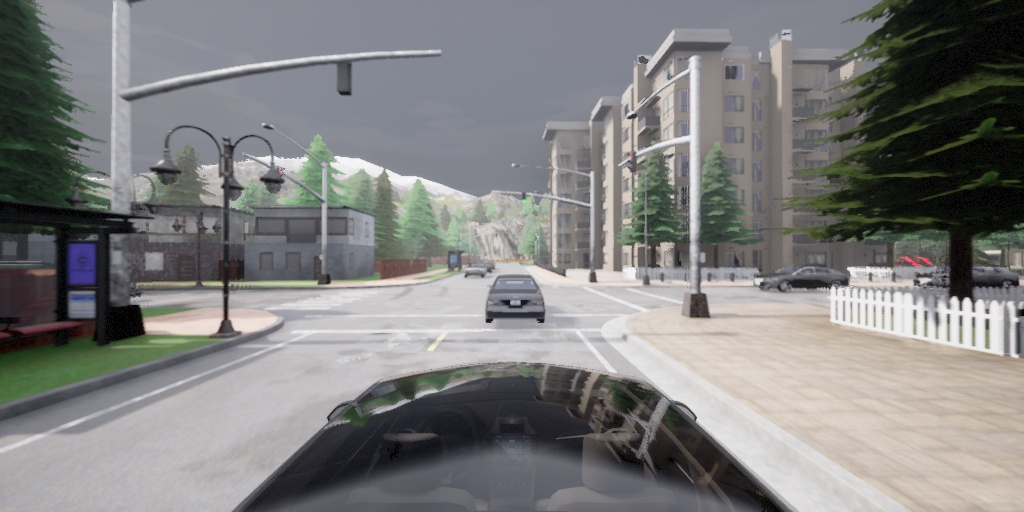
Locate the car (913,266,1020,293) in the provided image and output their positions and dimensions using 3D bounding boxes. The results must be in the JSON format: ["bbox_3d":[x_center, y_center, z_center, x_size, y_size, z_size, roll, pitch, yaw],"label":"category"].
[{"bbox_3d":[26.658,1.320,21.148,4.902,1.511,2.128,0,0,-2],"label":"car"}]

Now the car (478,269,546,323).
[{"bbox_3d":[0.096,1.332,12.298,2.033,1.411,5.357,0,0,0],"label":"car"}]

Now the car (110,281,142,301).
[{"bbox_3d":[-19.041,1.322,14.917,5.357,1.411,2.033,0,0,-7],"label":"car"}]

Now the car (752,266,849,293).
[{"bbox_3d":[16.690,1.319,20.863,4.902,1.511,2.128,0,0,-2],"label":"car"}]

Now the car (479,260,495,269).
[{"bbox_3d":[-3.587,1.245,45.490,2.097,1.767,4.553,0,0,0],"label":"car"}]

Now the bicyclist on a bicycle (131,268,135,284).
[{"bbox_3d":[-23.726,1.101,21.898,0.582,1.620,1.656,0,0,-11],"label":"bicyclist on a bicycle"}]

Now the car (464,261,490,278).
[{"bbox_3d":[-3.596,1.462,35.636,1.895,1.301,4.718,0,0,0],"label":"car"}]
